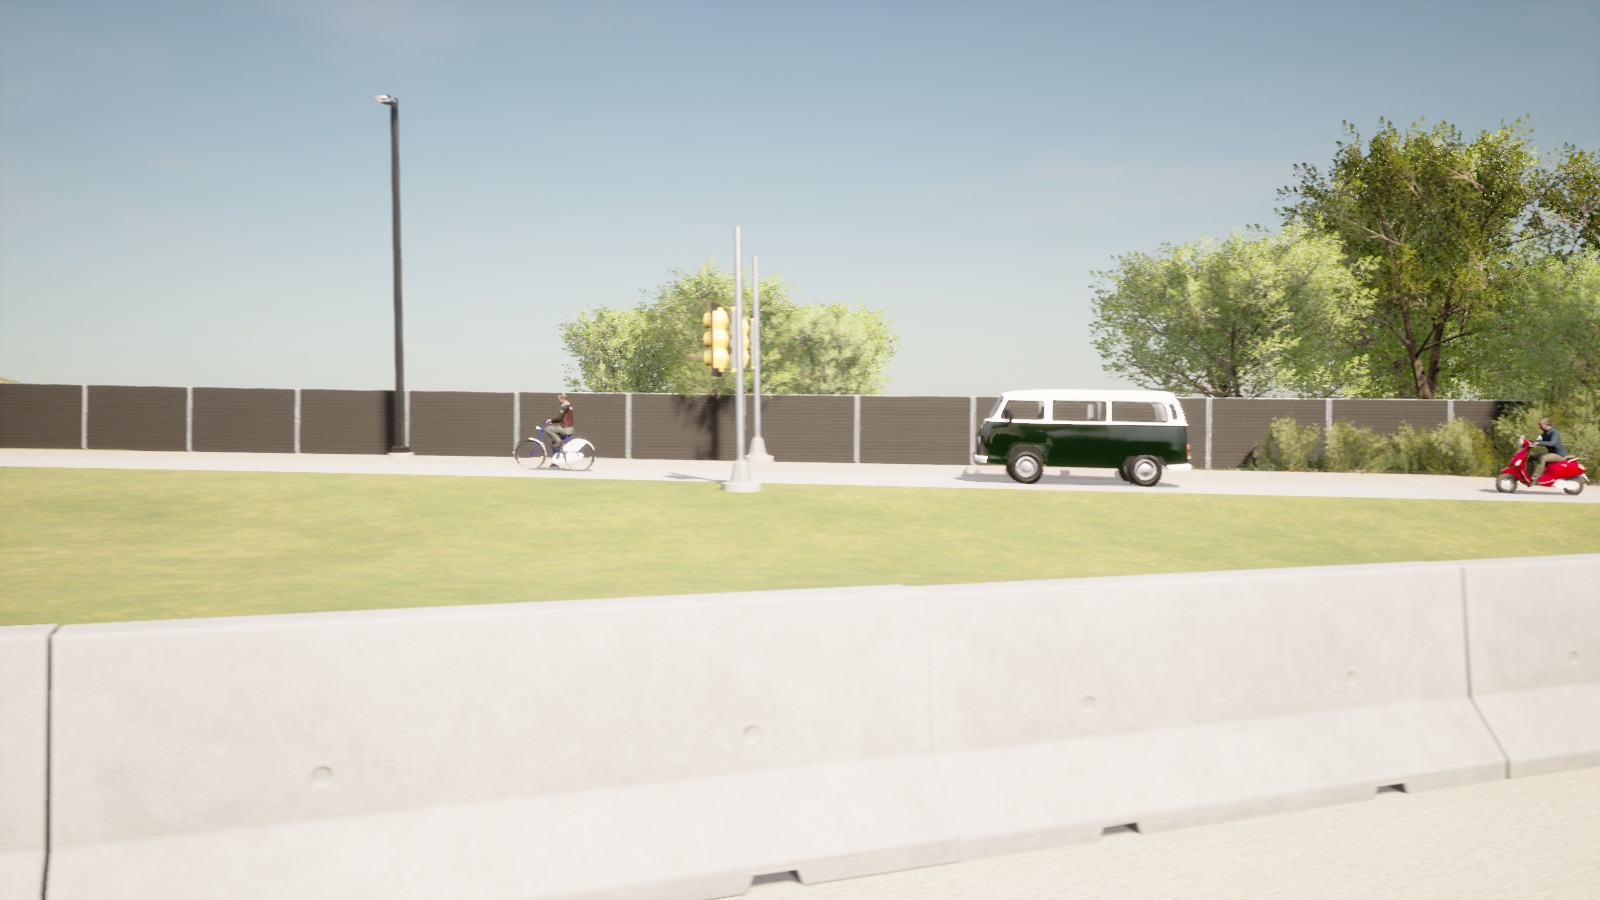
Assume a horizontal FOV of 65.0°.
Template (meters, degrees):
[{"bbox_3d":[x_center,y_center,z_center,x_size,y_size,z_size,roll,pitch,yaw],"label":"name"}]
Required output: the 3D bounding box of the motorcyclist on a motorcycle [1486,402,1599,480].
[{"bbox_3d":[15.398,-0.192,26.084,1.817,1.590,0.866,0,1,5],"label":"motorcyclist on a motorcycle"}]

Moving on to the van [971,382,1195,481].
[{"bbox_3d":[5.979,-0.418,27.052,4.480,2.038,2.069,0,2,6],"label":"van"}]

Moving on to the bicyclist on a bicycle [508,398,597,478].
[{"bbox_3d":[-5.566,-0.275,28.297,1.843,1.776,0.659,0,2,6],"label":"bicyclist on a bicycle"}]
